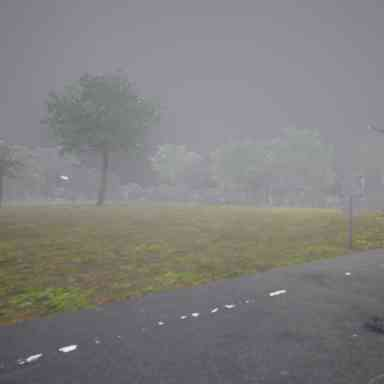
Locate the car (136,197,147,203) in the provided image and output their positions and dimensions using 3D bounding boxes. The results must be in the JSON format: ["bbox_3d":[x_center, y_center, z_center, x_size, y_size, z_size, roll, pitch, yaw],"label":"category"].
[{"bbox_3d":[-13.492,2.109,88.714,2.128,1.511,4.902,3,-3,-28],"label":"car"}]

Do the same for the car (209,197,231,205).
[{"bbox_3d":[4.845,1.597,57.822,1.994,1.385,4.181,3,-3,-35],"label":"car"}]
